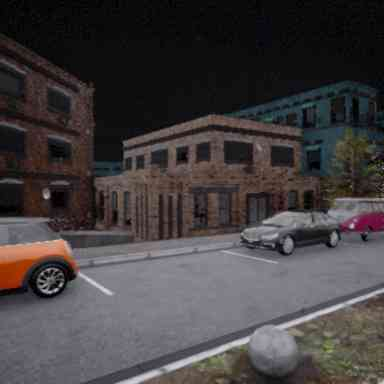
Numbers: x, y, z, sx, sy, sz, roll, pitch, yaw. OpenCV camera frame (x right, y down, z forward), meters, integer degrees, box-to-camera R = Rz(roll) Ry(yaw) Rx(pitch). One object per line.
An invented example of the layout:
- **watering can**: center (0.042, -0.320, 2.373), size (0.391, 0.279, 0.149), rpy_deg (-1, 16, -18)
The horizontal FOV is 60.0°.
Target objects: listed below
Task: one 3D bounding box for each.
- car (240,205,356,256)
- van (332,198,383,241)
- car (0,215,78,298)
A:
- **car**: center (4.080, 1.484, 13.313), size (4.892, 1.521, 2.231), rpy_deg (0, 0, -36)
- **van**: center (8.464, 1.266, 16.464), size (4.442, 1.987, 1.878), rpy_deg (0, 0, -36)
- **car**: center (-4.864, 1.354, 6.882), size (4.553, 1.767, 2.185), rpy_deg (0, 0, -36)
